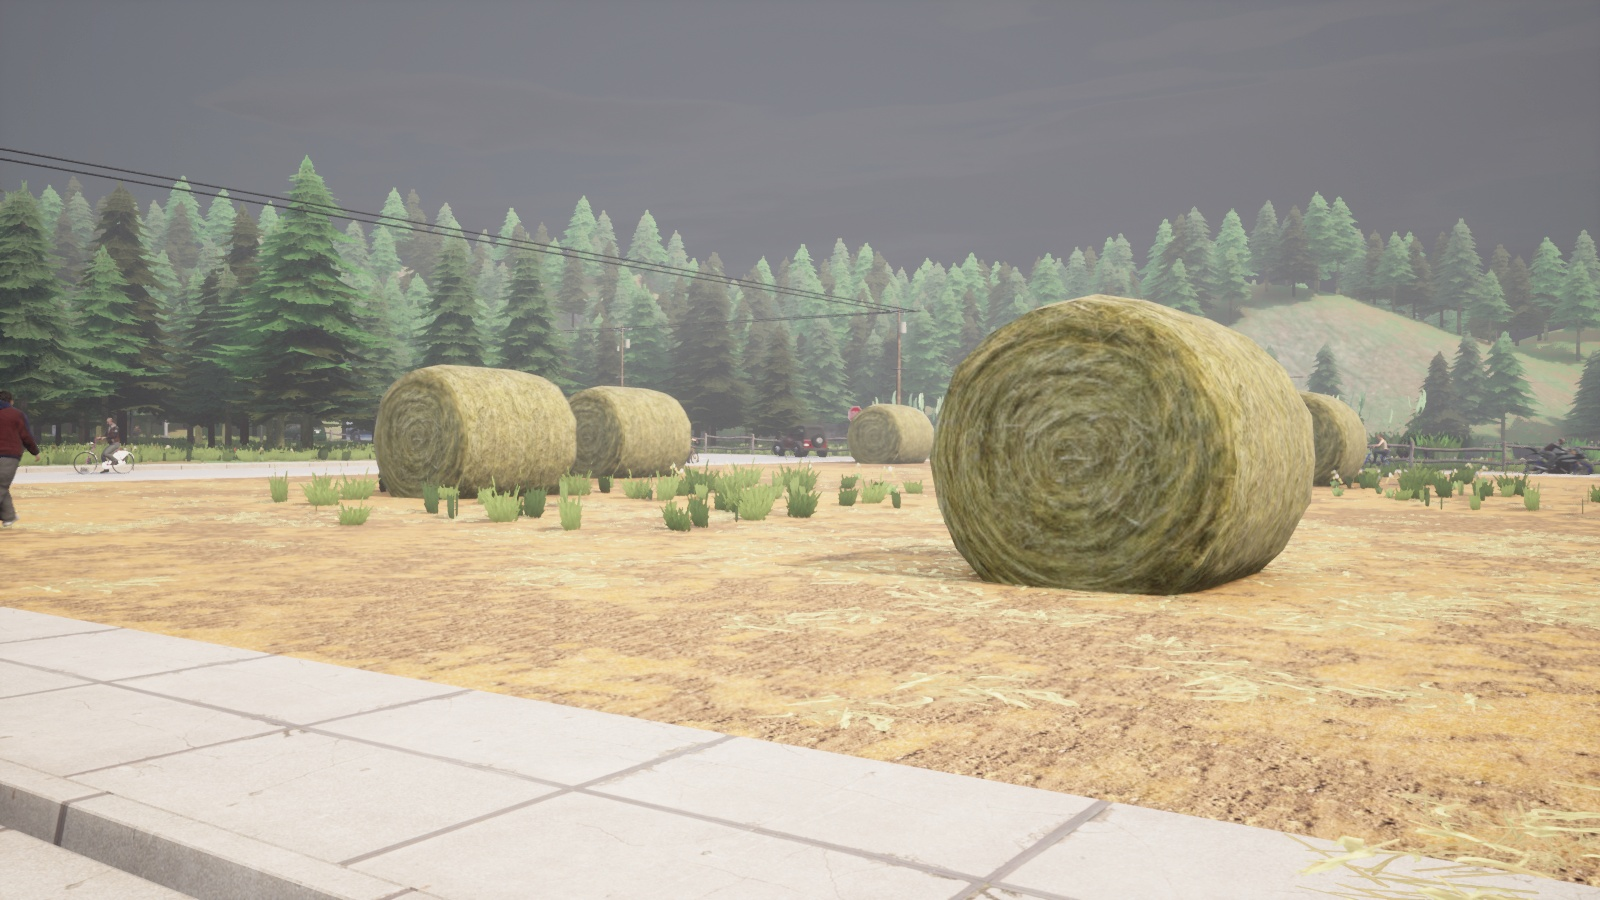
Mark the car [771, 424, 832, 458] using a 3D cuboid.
[{"bbox_3d":[0.066,-0.532,73.274,1.905,1.878,3.866,-1,1,-29],"label":"car"}]

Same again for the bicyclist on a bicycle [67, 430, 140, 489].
[{"bbox_3d":[-21.509,0.277,38.810,0.659,1.776,1.843,0,1,35],"label":"bicyclist on a bicycle"}]

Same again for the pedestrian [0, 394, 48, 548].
[{"bbox_3d":[-9.872,0.247,15.472,0.634,1.844,0.899,-1,1,1],"label":"pedestrian"}]

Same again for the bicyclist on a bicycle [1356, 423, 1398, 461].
[{"bbox_3d":[25.133,-0.367,54.704,1.509,1.612,0.866,1,2,38],"label":"bicyclist on a bicycle"}]

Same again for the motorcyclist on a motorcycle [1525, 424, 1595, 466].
[{"bbox_3d":[28.751,-0.198,47.519,2.191,1.530,0.866,0,1,38],"label":"motorcyclist on a motorcycle"}]
